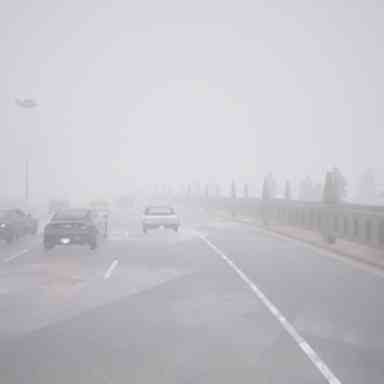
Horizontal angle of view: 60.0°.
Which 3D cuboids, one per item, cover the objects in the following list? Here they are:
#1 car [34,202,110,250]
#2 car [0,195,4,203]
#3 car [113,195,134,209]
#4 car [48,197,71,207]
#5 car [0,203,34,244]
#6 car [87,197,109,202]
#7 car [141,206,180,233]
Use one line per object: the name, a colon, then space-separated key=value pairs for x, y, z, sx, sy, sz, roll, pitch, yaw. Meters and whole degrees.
car: x=-4.643 y=1.397 z=13.765 sx=1.837 sy=1.490 sz=4.892 roll=0 pitch=0 yaw=-8
car: x=-29.547 y=1.135 z=50.143 sx=2.128 sy=1.511 sz=4.902 roll=0 pitch=1 yaw=-32
car: x=-8.235 y=1.181 z=39.822 sx=1.837 sy=1.490 sz=4.892 roll=0 pitch=0 yaw=-22
car: x=-12.918 y=1.229 z=32.568 sx=1.882 sy=1.535 sz=5.008 roll=0 pitch=1 yaw=-19
car: x=-8.338 y=1.419 z=14.784 sx=1.812 sy=1.442 sz=4.674 roll=0 pitch=0 yaw=-9
car: x=-9.030 y=1.224 z=31.963 sx=1.882 sy=1.535 sz=5.008 roll=0 pitch=0 yaw=-18
car: x=-1.911 y=1.443 z=18.744 sx=1.895 sy=1.301 sz=4.718 roll=0 pitch=1 yaw=-11
